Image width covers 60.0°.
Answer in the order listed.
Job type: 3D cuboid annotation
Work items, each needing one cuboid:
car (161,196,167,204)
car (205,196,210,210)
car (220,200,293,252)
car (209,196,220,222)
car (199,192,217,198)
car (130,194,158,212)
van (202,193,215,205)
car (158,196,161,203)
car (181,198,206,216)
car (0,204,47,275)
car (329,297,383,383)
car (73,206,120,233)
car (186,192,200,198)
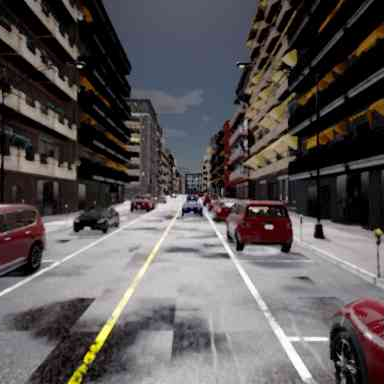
[{"bbox_3d":[-5.289,1.334,57.744,1.802,1.307,4.206,1,0,0],"label":"car"},{"bbox_3d":[2.554,1.404,35.563,1.802,1.307,4.206,1,0,0],"label":"car"},{"bbox_3d":[2.557,1.239,13.436,2.192,1.841,5.009,1,0,0],"label":"car"},{"bbox_3d":[2.555,1.310,24.499,1.967,1.590,4.097,1,0,0],"label":"car"},{"bbox_3d":[2.561,1.099,46.624,2.192,1.841,5.009,1,0,0],"label":"car"},{"bbox_3d":[-5.286,1.137,35.618,2.192,1.841,5.009,1,0,0],"label":"car"},{"bbox_3d":[2.562,1.108,52.156,1.690,1.788,3.998,1,0,0],"label":"van"},{"bbox_3d":[-5.291,1.346,41.150,1.887,1.381,4.507,1,0,0],"label":"car"},{"bbox_3d":[0.027,1.461,30.772,1.895,1.301,4.718,0,0,1],"label":"car"},{"bbox_3d":[-5.290,1.269,7.965,2.192,1.841,5.009,1,0,0],"label":"car"},{"bbox_3d":[2.594,1.426,2.375,1.967,1.590,4.097,1,0,0],"label":"car"},{"bbox_3d":[-5.294,1.461,19.030,1.947,1.339,4.313,1,0,0],"label":"car"},{"bbox_3d":[0.014,1.117,59.111,2.097,1.767,4.553,0,0,0],"label":"car"}]
